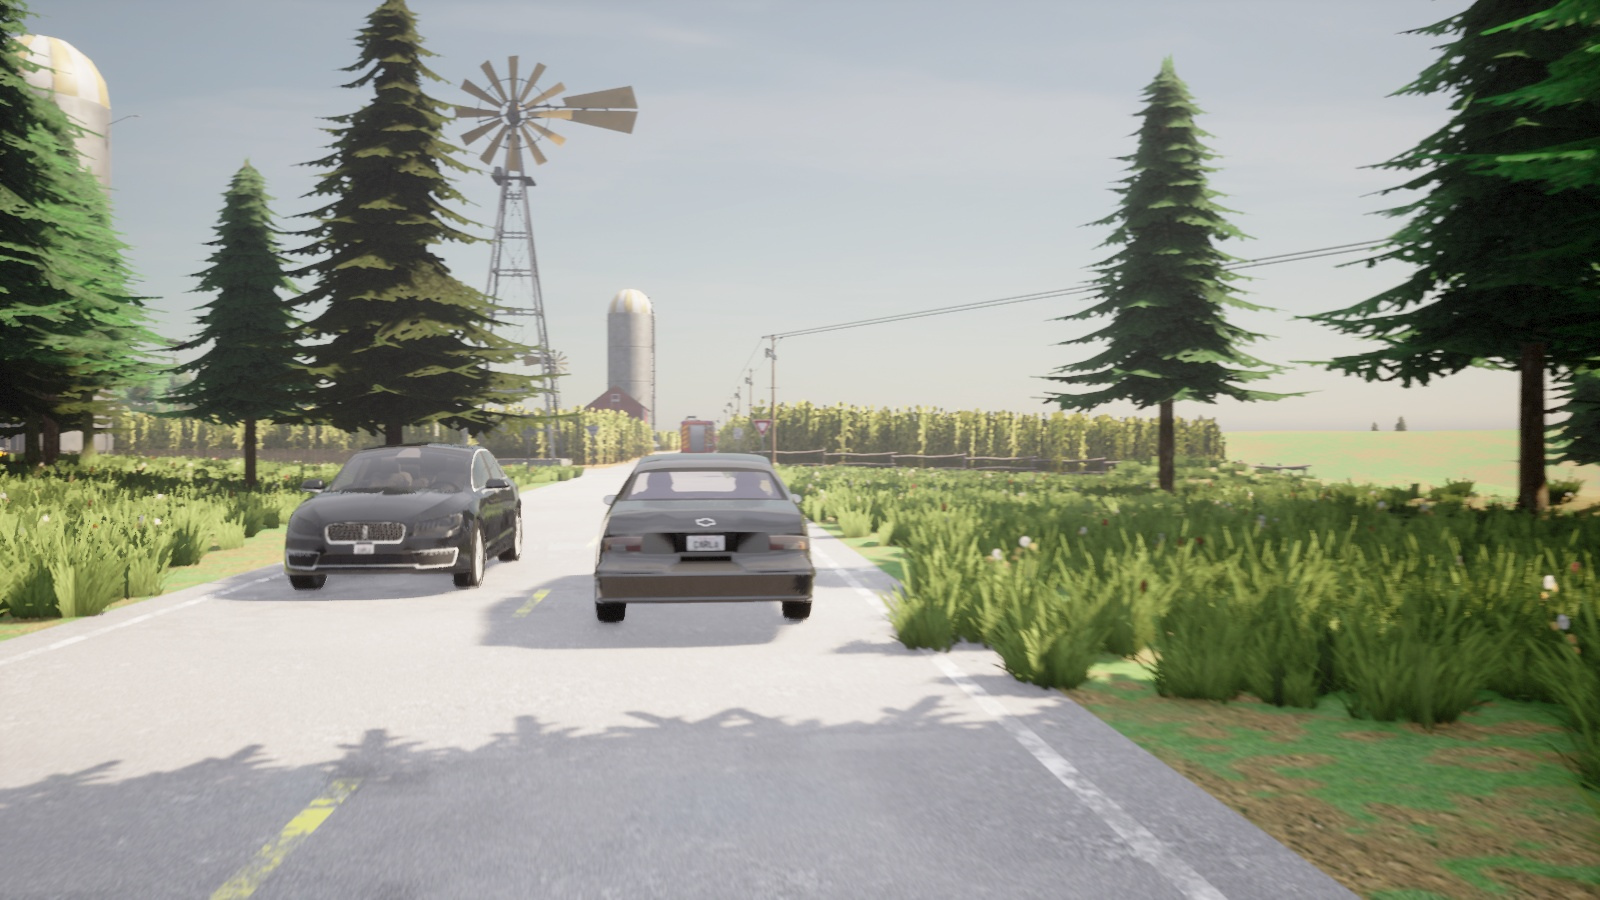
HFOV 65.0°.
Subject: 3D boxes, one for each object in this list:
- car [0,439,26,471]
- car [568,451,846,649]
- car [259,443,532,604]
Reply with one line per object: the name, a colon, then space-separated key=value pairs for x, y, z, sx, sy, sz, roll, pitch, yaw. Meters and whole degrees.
car: x=-41.197 y=0.247 z=61.794 sx=5.008 sy=1.535 sz=1.882 roll=0 pitch=0 yaw=-4
car: x=-0.888 y=0.727 z=11.881 sx=2.033 sy=1.411 sz=5.357 roll=0 pitch=0 yaw=-5
car: x=-4.276 y=0.673 z=14.115 sx=1.837 sy=1.490 sz=4.892 roll=0 pitch=0 yaw=-5
